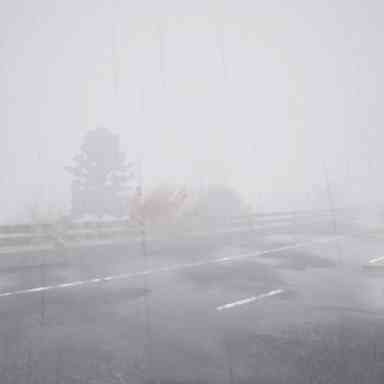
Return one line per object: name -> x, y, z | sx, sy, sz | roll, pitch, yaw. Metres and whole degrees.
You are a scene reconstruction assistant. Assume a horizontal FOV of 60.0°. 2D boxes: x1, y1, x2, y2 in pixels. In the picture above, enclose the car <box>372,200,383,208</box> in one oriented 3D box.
car -> 35.409, 2.307, 62.481 | 2.128, 1.511, 4.902 | 0, 0, 15
